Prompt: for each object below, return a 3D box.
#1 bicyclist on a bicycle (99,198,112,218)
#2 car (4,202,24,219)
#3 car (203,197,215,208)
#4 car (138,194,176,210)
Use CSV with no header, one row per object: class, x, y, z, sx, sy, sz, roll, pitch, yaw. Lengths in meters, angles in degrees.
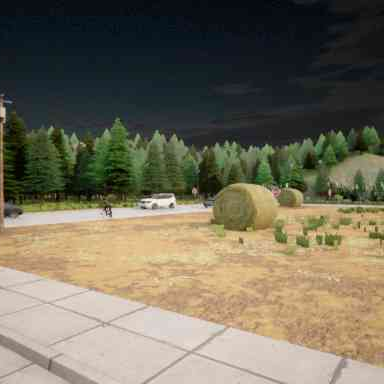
bicyclist on a bicycle,-7.010,1.327,27.018,1.656,1.620,0.582,0,0,36
car,-16.258,1.552,27.088,1.812,1.442,4.674,0,0,36
car,3.530,1.518,47.769,2.128,1.511,4.902,0,0,37
car,-4.409,1.249,43.121,2.150,2.045,5.566,0,0,37
